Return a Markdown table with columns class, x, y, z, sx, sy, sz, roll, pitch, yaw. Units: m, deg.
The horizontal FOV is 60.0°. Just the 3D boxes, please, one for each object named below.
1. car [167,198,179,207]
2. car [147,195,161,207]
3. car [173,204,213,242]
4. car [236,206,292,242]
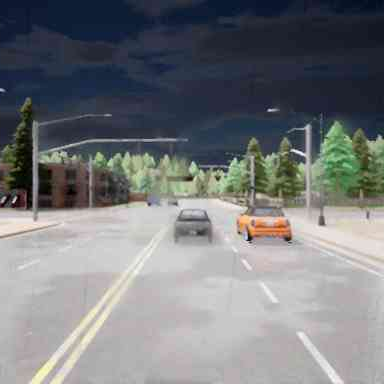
| class | x | y | z | sx | sy | sz | roll | pitch | yaw |
| --- | --- | --- | --- | --- | --- | --- | --- | --- | --- |
| car | -3.528 | 1.926 | 61.955 | 1.882 | 1.535 | 5.008 | 0 | 0 | 1 |
| car | -7.026 | 1.669 | 61.915 | 2.150 | 2.045 | 5.566 | 0 | 0 | 1 |
| car | 0.073 | 1.616 | 17.153 | 2.128 | 1.511 | 4.902 | 0 | -1 | 1 |
| car | 3.576 | 1.478 | 17.209 | 2.097 | 1.767 | 4.553 | 0 | 0 | 0 |
